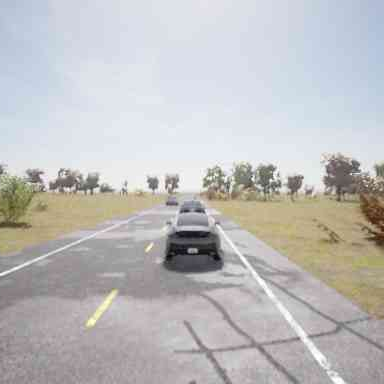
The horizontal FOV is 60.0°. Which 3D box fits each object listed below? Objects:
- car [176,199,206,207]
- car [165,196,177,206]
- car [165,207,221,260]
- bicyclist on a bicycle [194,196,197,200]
[{"bbox_3d":[0.043,1.448,27.552,2.097,1.767,4.553,0,0,0],"label":"car"},{"bbox_3d":[-3.551,1.566,58.990,2.097,1.767,4.553,0,0,1],"label":"car"},{"bbox_3d":[0.045,1.549,12.650,1.837,1.490,4.892,0,0,0],"label":"car"},{"bbox_3d":[0.950,1.791,93.552,0.866,1.612,1.509,0,0,0],"label":"bicyclist on a bicycle"}]
